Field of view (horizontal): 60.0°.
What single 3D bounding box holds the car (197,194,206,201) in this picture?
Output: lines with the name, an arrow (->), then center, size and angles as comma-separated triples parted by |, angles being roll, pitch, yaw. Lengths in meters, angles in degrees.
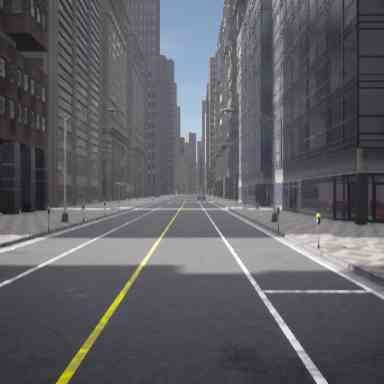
car -> 2.387, 1.339, 84.646 | 2.097, 1.767, 4.553 | 0, 0, 0
